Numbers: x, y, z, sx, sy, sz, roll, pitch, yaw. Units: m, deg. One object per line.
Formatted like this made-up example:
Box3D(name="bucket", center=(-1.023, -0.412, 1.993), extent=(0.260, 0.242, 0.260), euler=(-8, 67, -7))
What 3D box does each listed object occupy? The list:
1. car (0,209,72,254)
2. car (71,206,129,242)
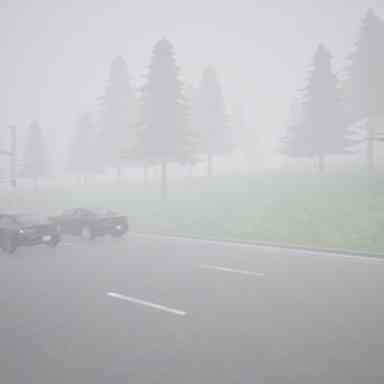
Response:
Box3D(name="car", center=(-7.089, 1.491, 13.303), extent=(4.674, 1.442, 1.812), euler=(0, 0, 36))
Box3D(name="car", center=(-5.279, 1.443, 16.313), extent=(5.008, 1.535, 1.882), euler=(0, 0, 36))
